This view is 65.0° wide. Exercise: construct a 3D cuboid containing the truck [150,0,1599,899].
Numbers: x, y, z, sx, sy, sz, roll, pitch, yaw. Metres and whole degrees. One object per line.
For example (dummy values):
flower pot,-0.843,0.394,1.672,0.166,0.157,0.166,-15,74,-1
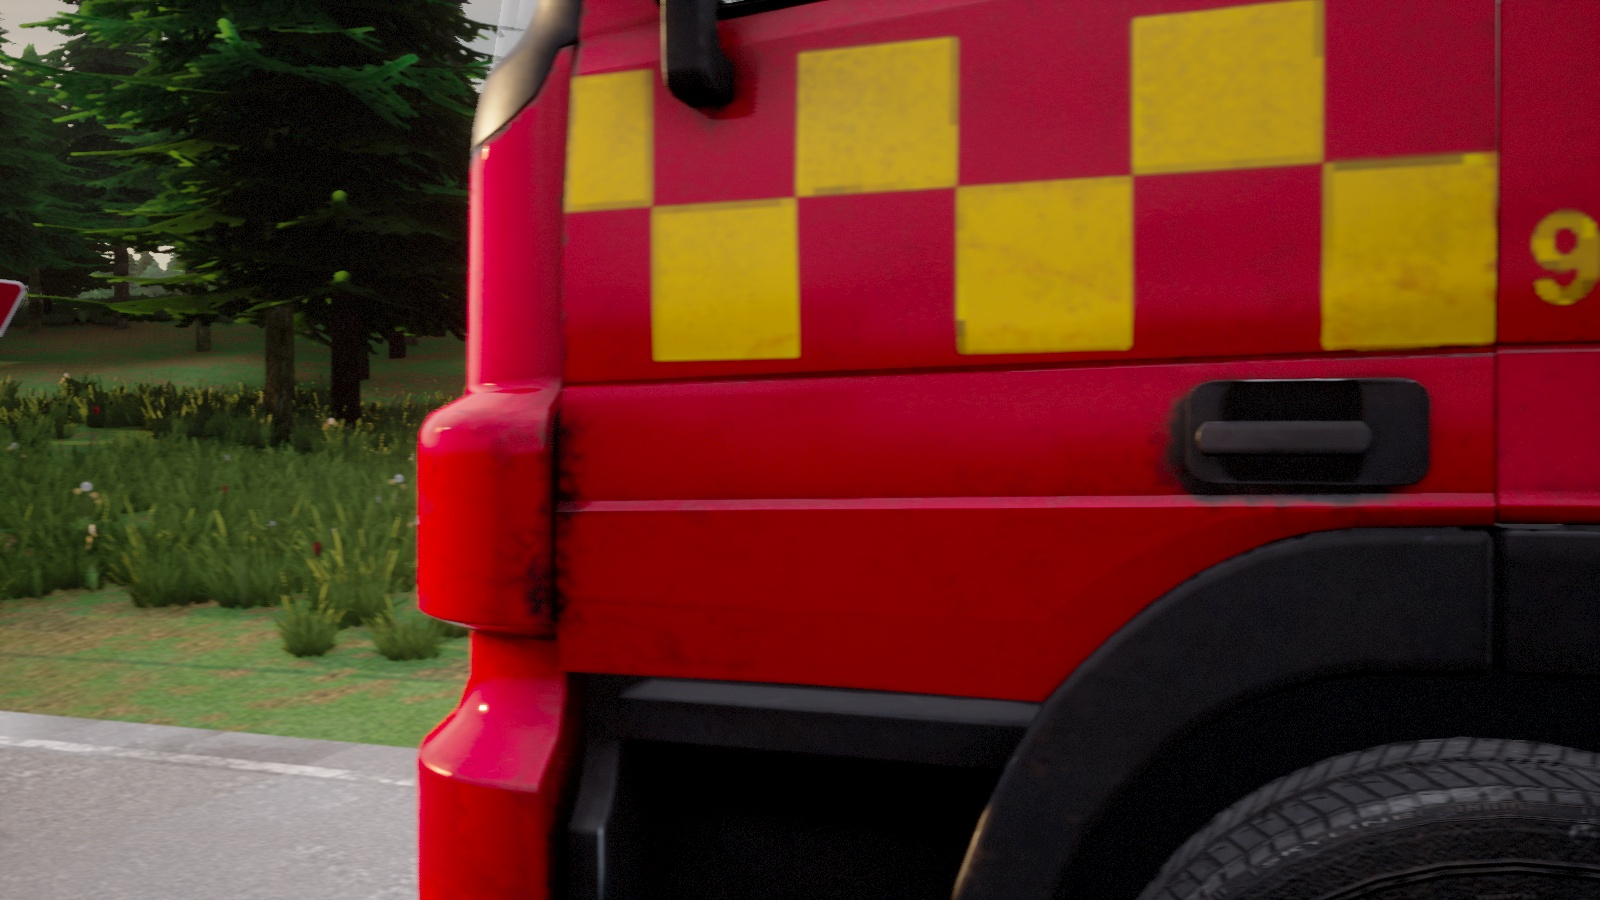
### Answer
truck,3.440,-0.357,2.019,8.468,3.827,2.891,1,1,19
